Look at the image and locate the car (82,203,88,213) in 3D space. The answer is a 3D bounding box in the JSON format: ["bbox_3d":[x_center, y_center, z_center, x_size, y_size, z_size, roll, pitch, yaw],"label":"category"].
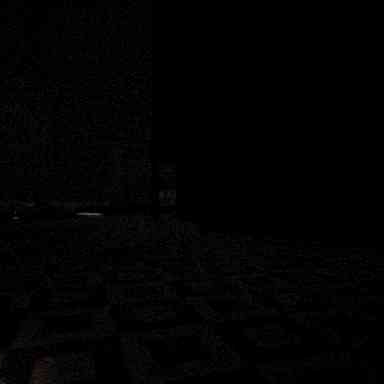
[{"bbox_3d":[-13.532,2.015,44.904,1.887,1.381,4.507,-1,-2,35],"label":"car"}]

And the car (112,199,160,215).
[{"bbox_3d":[-6.594,1.790,39.958,2.192,1.841,5.009,-1,-2,35],"label":"car"}]

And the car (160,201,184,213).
[{"bbox_3d":[-3.319,2.113,44.548,1.887,1.381,4.507,-1,-2,35],"label":"car"}]

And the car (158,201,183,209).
[{"bbox_3d":[-3.709,2.304,58.692,2.008,1.369,4.403,-1,-2,35],"label":"car"}]

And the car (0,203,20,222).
[{"bbox_3d":[-16.416,1.774,26.162,1.947,1.339,4.313,-1,-2,35],"label":"car"}]

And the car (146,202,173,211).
[{"bbox_3d":[-5.030,2.216,52.150,1.994,1.385,4.181,0,-1,37],"label":"car"}]

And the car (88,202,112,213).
[{"bbox_3d":[-10.884,2.011,43.995,1.812,1.442,4.674,0,-1,35],"label":"car"}]

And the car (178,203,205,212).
[{"bbox_3d":[-0.040,2.245,49.149,1.802,1.307,4.206,-1,-2,36],"label":"car"}]

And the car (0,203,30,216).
[{"bbox_3d":[-20.080,1.841,35.711,2.008,1.369,4.403,-1,-1,35],"label":"car"}]

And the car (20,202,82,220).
[{"bbox_3d":[-13.044,1.823,30.897,1.752,1.417,4.829,-1,-2,35],"label":"car"}]

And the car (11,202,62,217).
[{"bbox_3d":[-16.666,1.851,35.897,1.812,1.442,4.674,0,-1,36],"label":"car"}]

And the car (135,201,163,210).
[{"bbox_3d":[-6.983,2.208,54.096,2.008,1.369,4.403,-1,-2,35],"label":"car"}]
